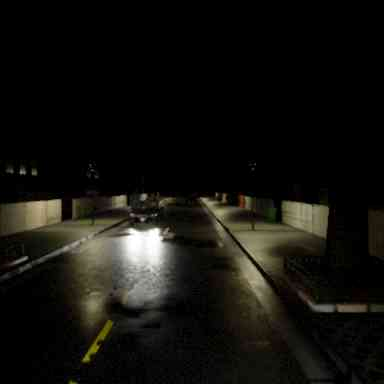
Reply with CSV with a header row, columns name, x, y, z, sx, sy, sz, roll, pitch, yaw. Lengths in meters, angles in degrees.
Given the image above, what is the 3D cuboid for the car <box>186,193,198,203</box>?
name,x,y,z,sx,sy,sz,roll,pitch,yaw
car,-0.039,1.123,55.495,2.033,1.411,5.357,0,0,0

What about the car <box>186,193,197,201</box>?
name,x,y,z,sx,sy,sz,roll,pitch,yaw
car,-0.047,0.990,65.914,2.128,1.511,4.902,0,0,0

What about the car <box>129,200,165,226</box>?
name,x,y,z,sx,sy,sz,roll,pitch,yaw
car,-2.849,1.321,21.705,2.128,1.511,4.902,0,0,0
